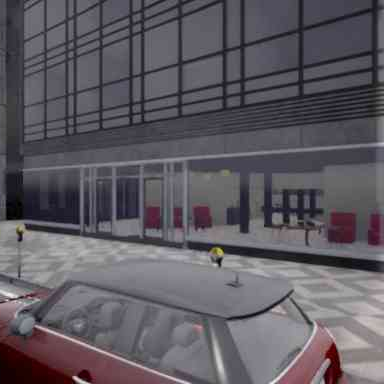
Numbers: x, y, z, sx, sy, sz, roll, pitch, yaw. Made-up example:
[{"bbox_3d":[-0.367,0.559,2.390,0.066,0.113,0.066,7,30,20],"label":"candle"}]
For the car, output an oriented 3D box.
[{"bbox_3d":[-0.692,1.448,3.453,4.097,1.590,1.967,0,0,36],"label":"car"}]
